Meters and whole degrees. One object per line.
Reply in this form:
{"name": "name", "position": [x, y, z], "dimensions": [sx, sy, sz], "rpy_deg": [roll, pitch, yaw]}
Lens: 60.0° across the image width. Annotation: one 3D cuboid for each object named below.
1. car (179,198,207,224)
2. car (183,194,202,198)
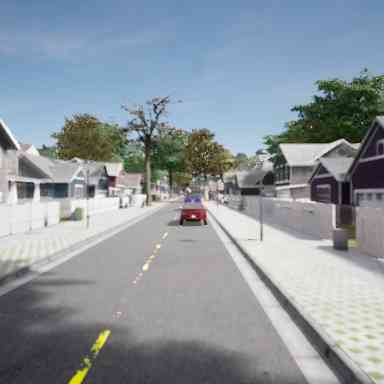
{"name": "car", "position": [0.091, 1.476, 24.499], "dimensions": [1.882, 1.535, 5.008], "rpy_deg": [0, 0, 0]}
{"name": "car", "position": [0.083, 1.228, 42.108], "dimensions": [2.150, 2.045, 5.566], "rpy_deg": [0, 0, -1]}
